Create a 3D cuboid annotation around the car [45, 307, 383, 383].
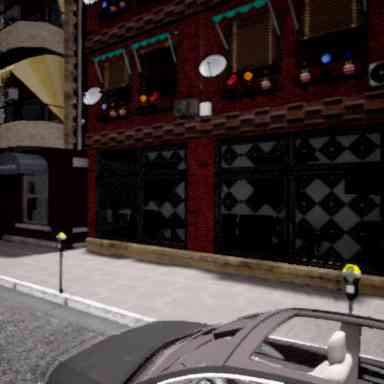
[{"bbox_3d":[0.698,1.555,2.211,4.403,1.369,2.008,0,0,35],"label":"car"}]
